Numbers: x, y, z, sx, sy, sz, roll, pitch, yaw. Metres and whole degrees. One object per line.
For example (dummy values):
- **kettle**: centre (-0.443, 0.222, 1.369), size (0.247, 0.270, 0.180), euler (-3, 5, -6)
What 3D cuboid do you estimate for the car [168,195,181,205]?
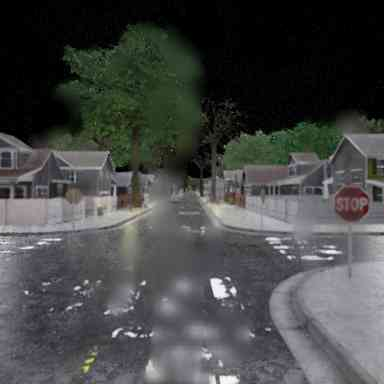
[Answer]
- **car**: centre (-2.669, 1.213, 52.578), size (1.837, 1.490, 4.892), euler (0, 1, 0)
